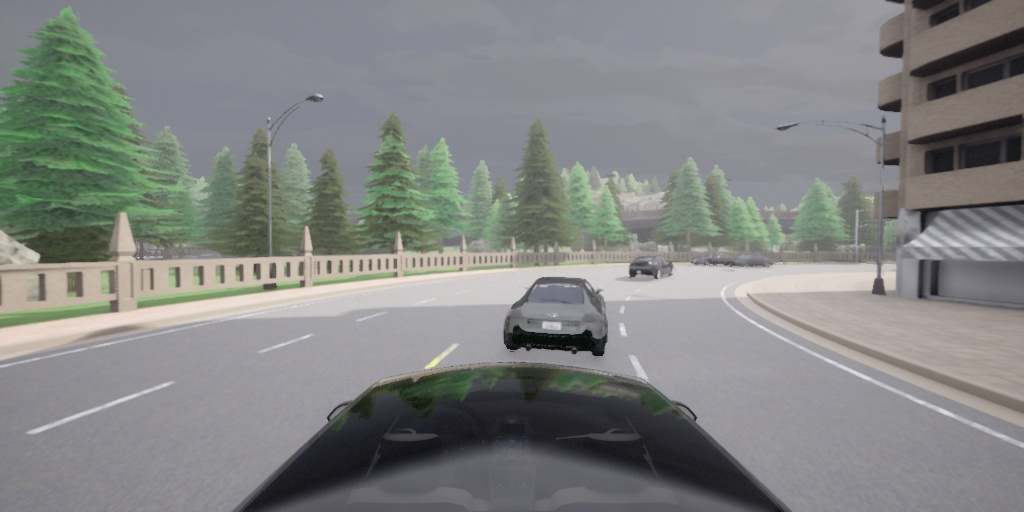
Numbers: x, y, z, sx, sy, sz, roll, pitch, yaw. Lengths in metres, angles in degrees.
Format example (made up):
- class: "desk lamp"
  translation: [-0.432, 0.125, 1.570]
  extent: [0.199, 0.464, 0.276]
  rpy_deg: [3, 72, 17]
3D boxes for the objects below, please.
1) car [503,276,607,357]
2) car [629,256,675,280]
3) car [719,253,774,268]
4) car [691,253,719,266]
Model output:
- class: "car"
  translation: [1.152, 1.160, 8.321]
  extent: [1.994, 1.385, 4.181]
  rpy_deg: [1, 1, 13]
- class: "car"
  translation: [9.728, 0.755, 24.804]
  extent: [1.837, 1.490, 4.892]
  rpy_deg: [1, 1, 41]
- class: "car"
  translation: [25.796, 0.554, 39.042]
  extent: [5.357, 1.411, 2.033]
  rpy_deg: [0, 1, -17]
- class: "car"
  translation: [23.220, 0.415, 41.786]
  extent: [4.902, 1.511, 2.128]
  rpy_deg: [0, 1, -18]
